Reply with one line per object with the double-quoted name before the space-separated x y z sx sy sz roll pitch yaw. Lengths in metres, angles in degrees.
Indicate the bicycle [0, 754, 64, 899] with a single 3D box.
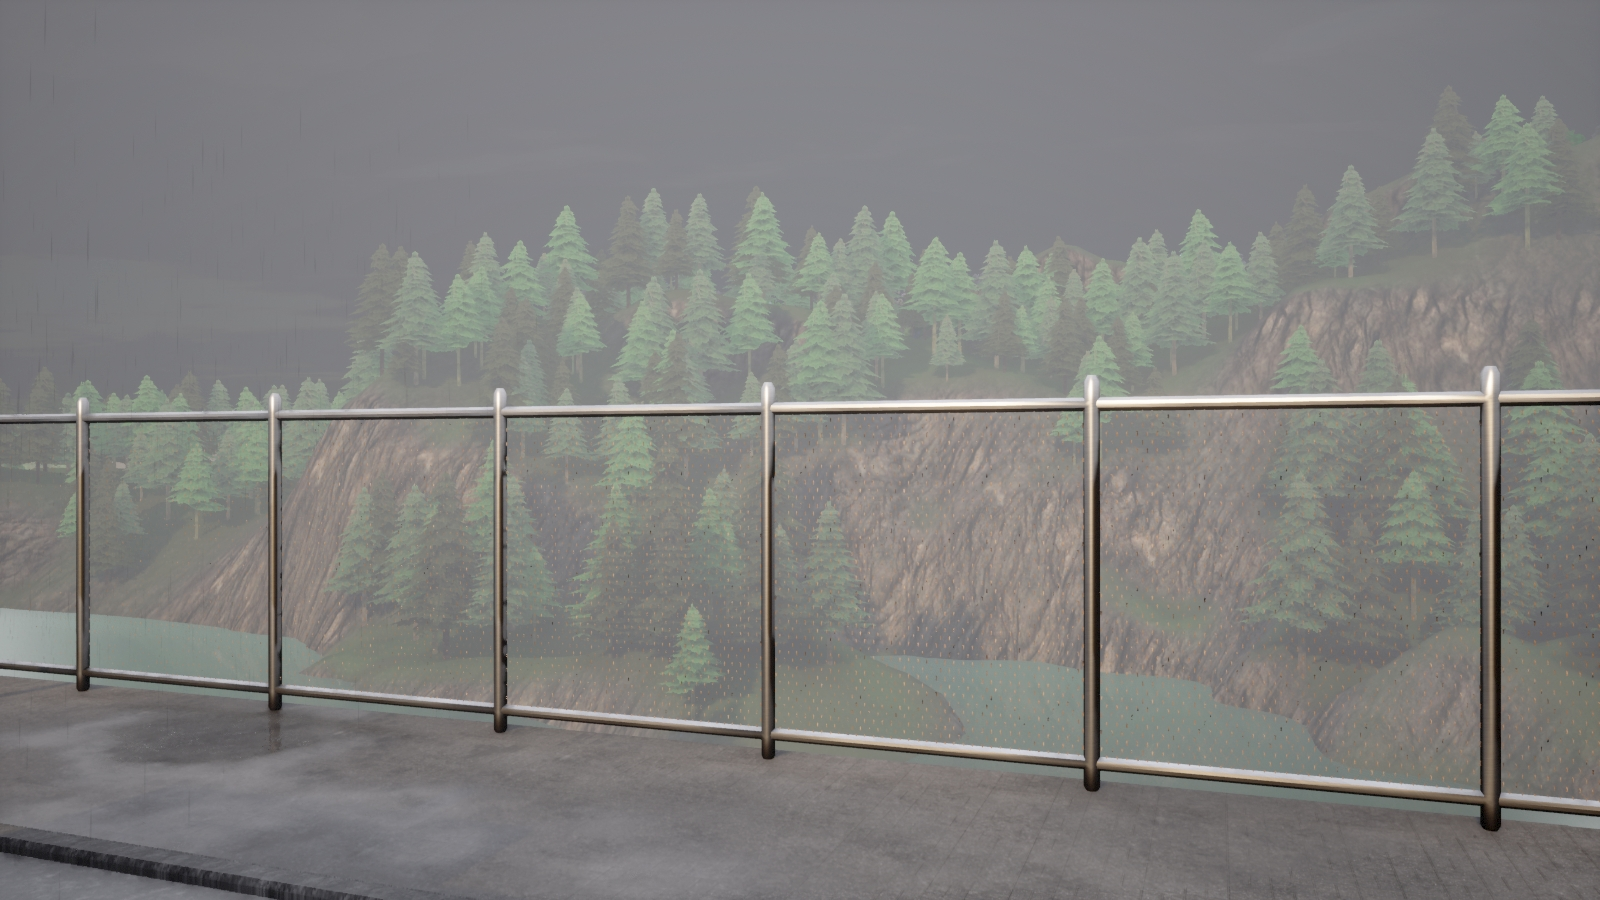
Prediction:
"bicycle" -4.442 2.162 5.432 1.487 1.276 0.859 0 0 20
